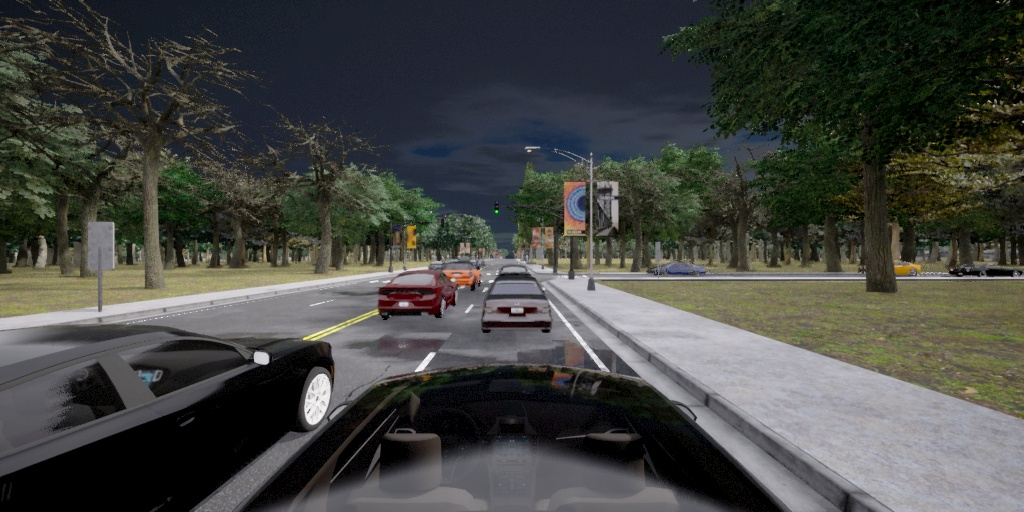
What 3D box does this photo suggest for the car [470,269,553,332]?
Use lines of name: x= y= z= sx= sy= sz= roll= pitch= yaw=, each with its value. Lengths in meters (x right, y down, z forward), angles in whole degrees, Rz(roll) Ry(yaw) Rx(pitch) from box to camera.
car: x=0.102 y=1.299 z=10.788 sx=2.033 sy=1.411 sz=5.357 roll=0 pitch=0 yaw=0

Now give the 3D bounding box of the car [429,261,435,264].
car: x=-9.800 y=1.306 z=47.371 sx=1.812 sy=1.442 sz=4.674 roll=0 pitch=0 yaw=0

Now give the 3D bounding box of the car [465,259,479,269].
car: x=-6.530 y=1.319 z=59.127 sx=1.812 sy=1.442 sz=4.674 roll=0 pitch=0 yaw=0

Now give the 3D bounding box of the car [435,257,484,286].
car: x=-3.131 y=1.109 z=22.546 sx=2.097 sy=1.767 sz=4.553 roll=0 pitch=0 yaw=0

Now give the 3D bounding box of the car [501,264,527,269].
car: x=0.102 y=1.235 z=21.142 sx=1.882 sy=1.535 sz=5.008 roll=0 pitch=0 yaw=-1

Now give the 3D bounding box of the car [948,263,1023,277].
car: x=42.859 y=1.322 z=32.459 sx=4.718 sy=1.301 sz=1.895 roll=0 pitch=0 yaw=1

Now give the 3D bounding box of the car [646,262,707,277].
car: x=16.193 y=1.288 z=35.414 sx=5.357 sy=1.411 sz=2.033 roll=0 pitch=0 yaw=0

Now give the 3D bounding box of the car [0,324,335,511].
car: x=-3.153 y=1.228 z=2.525 sx=1.882 sy=1.535 sz=5.008 roll=0 pitch=0 yaw=0

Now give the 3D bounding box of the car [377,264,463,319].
car: x=-3.138 y=1.230 z=12.797 sx=1.882 sy=1.535 sz=5.008 roll=0 pitch=0 yaw=-1

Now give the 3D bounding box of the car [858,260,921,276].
car: x=37.126 y=1.200 z=35.353 sx=5.008 sy=1.535 sz=1.882 roll=0 pitch=0 yaw=0
